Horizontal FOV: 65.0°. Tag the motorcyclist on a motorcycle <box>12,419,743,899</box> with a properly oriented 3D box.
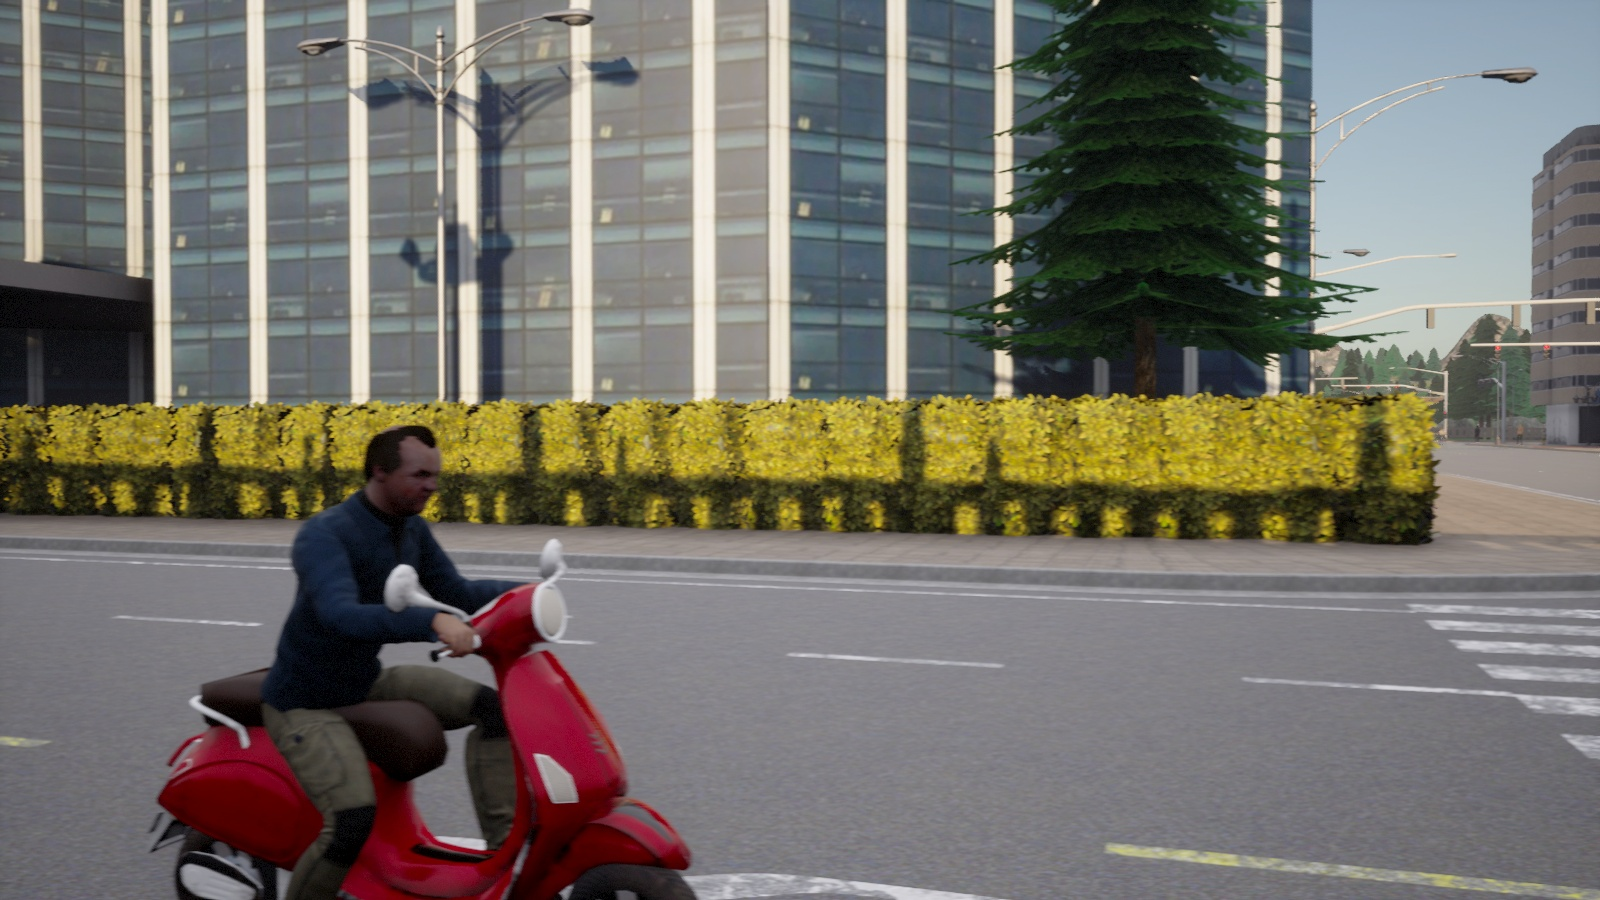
[{"bbox_3d":[-1.170,0.713,3.596,1.817,1.590,0.866,1,1,18],"label":"motorcyclist on a motorcycle"}]
